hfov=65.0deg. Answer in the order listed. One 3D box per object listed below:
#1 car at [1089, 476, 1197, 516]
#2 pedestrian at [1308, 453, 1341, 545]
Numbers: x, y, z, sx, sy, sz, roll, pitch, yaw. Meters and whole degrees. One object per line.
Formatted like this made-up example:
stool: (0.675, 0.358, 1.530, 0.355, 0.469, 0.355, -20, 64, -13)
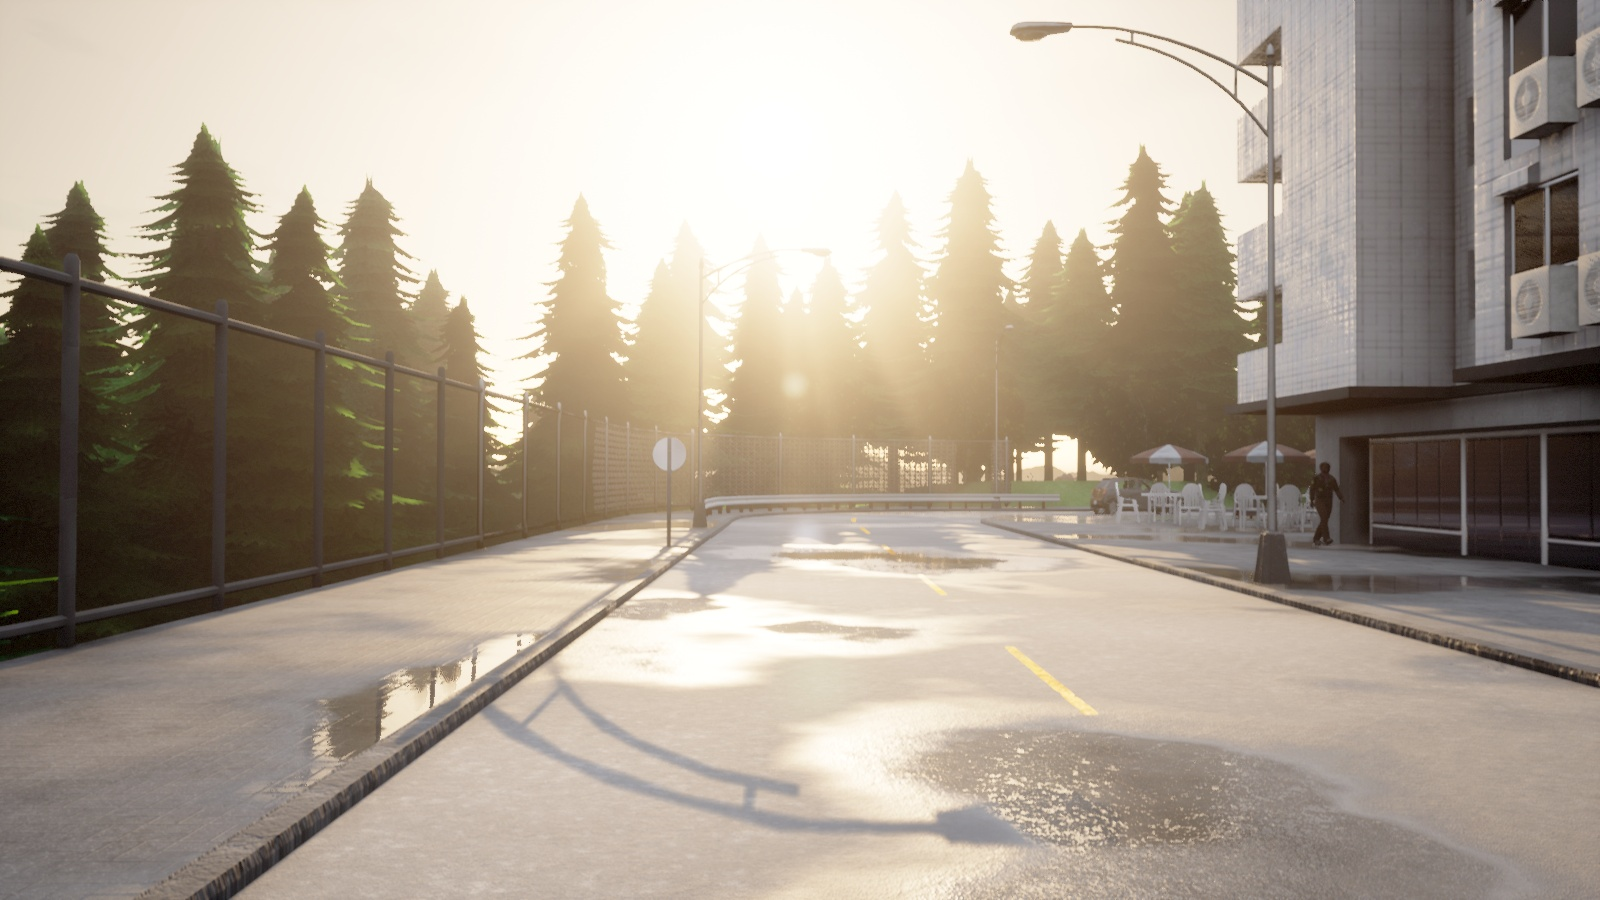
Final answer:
car: (13.330, 1.768, 48.916, 3.633, 1.501, 1.845, 0, -1, -7)
pedestrian: (11.165, 1.044, 26.729, 0.395, 1.930, 0.692, 0, -1, 0)
